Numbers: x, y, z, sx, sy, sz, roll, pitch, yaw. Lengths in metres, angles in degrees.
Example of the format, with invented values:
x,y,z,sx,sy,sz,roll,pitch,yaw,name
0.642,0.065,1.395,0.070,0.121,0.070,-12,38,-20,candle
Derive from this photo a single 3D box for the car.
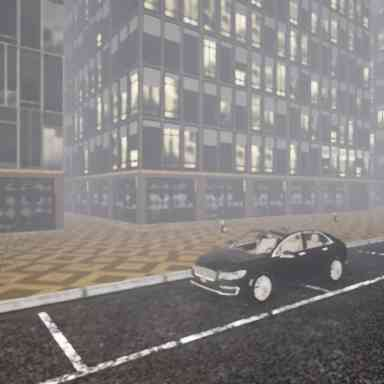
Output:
x,y,z,sx,sy,sz,roll,pitch,yaw,name
2.014,1.531,7.993,4.403,1.369,2.008,0,0,-36,car
